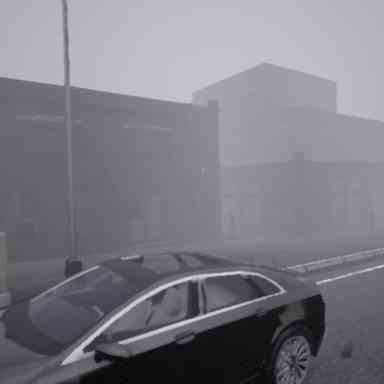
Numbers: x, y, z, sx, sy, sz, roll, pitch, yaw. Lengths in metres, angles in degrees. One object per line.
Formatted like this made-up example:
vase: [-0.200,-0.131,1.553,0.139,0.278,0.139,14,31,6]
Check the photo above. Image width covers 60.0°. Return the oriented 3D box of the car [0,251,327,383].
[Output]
car: [-0.533,1.496,3.614,4.902,1.511,2.128,0,0,-36]
